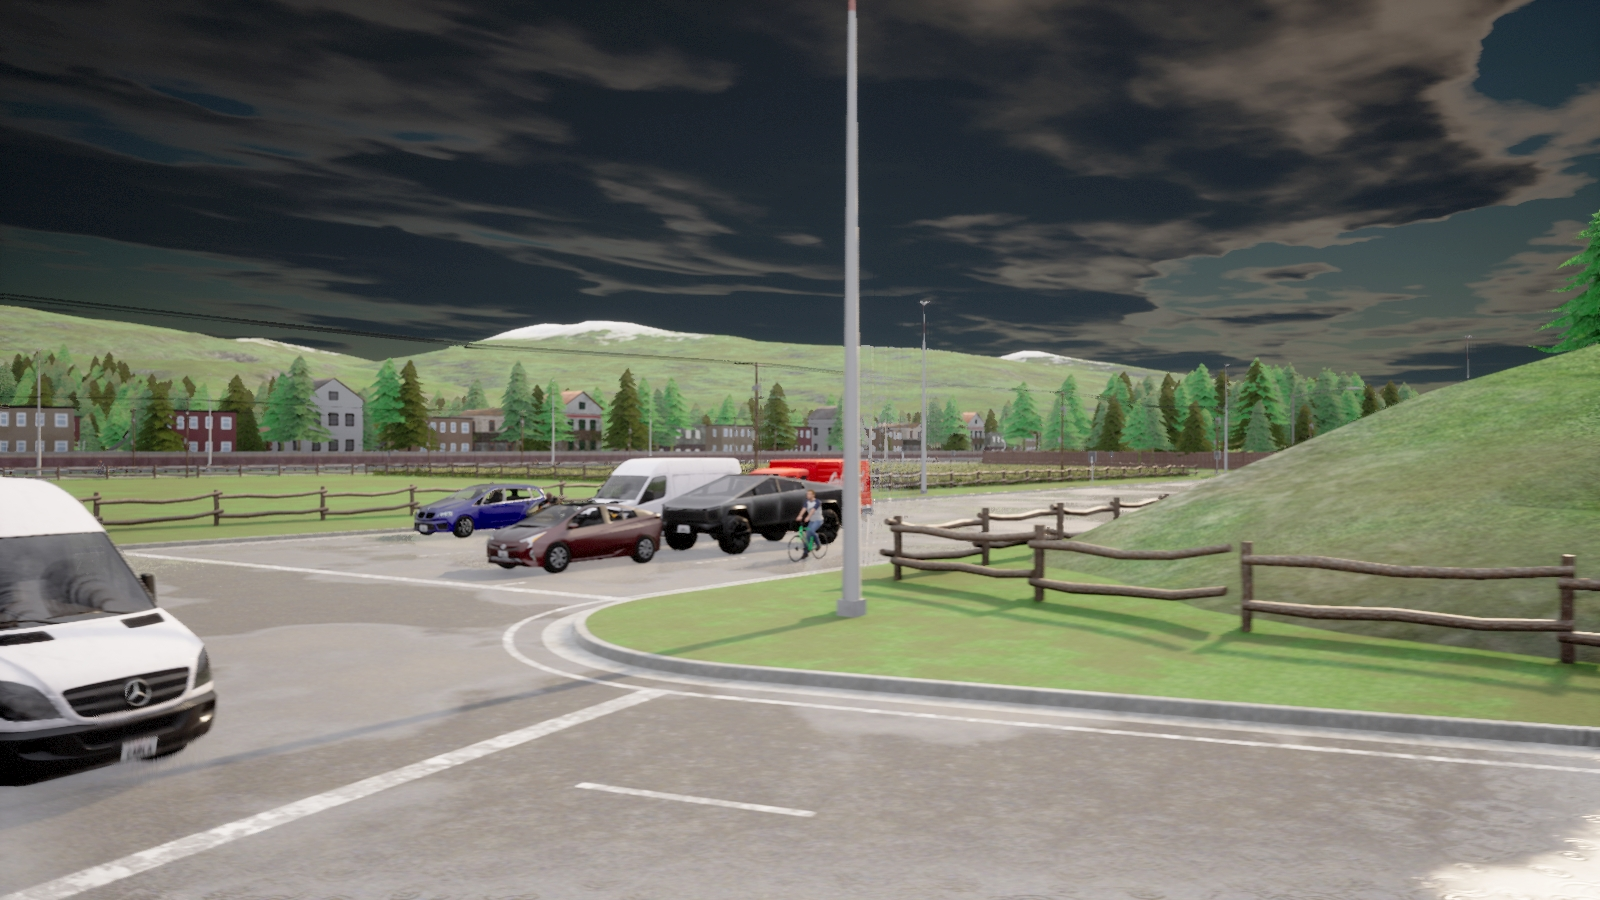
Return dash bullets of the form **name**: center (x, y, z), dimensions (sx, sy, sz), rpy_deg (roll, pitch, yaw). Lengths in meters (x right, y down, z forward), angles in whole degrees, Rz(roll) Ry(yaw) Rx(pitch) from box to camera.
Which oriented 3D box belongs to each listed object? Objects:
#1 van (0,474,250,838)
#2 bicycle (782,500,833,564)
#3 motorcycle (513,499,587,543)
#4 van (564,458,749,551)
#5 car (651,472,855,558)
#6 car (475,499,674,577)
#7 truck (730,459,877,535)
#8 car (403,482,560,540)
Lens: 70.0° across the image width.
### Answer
- **van**: center (-7.961, 1.530, 10.427), dimensions (5.915, 2.561, 1.988), rpy_deg (0, 0, 25)
- **bicycle**: center (0.210, 2.059, 29.016), dimensions (0.373, 1.496, 1.643), rpy_deg (0, 0, 38)
- **motorcycle**: center (-7.816, 2.203, 35.801), dimensions (0.867, 1.251, 2.209), rpy_deg (0, 0, 38)
- **van**: center (-4.216, 1.535, 34.741), dimensions (1.988, 2.561, 5.915), rpy_deg (0, 0, 38)
- **car**: center (-1.195, 1.756, 32.915), dimensions (2.390, 2.098, 6.274), rpy_deg (0, 0, 38)
- **car**: center (-5.338, 2.038, 27.550), dimensions (2.007, 1.525, 4.514), rpy_deg (0, 0, 37)
- **truck**: center (0.211, 1.570, 40.603), dimensions (2.627, 2.467, 5.204), rpy_deg (0, 0, 37)
- **car**: center (-10.523, 1.964, 38.020), dimensions (2.242, 1.667, 4.611), rpy_deg (0, 0, 38)
